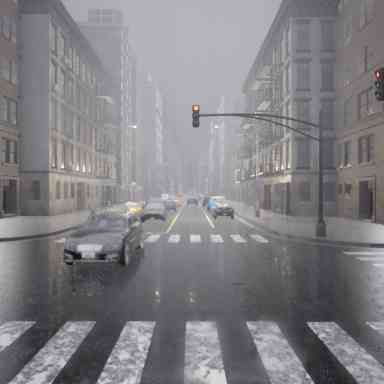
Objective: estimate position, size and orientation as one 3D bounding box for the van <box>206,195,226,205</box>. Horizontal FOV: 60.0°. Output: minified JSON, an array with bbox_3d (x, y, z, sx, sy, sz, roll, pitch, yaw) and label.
[{"bbox_3d":[2.632,1.338,34.261,1.690,1.788,3.998,0,0,0],"label":"van"}]

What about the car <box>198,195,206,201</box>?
[{"bbox_3d":[2.634,1.560,88.324,1.947,1.339,4.313,0,0,0],"label":"car"}]

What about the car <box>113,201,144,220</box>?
[{"bbox_3d":[-5.402,1.523,28.682,1.752,1.417,4.829,0,0,0],"label":"car"}]

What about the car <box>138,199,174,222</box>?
[{"bbox_3d":[-2.858,1.545,26.586,2.033,1.411,5.357,0,0,0],"label":"car"}]

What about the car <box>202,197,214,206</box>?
[{"bbox_3d":[2.633,1.562,55.886,1.947,1.339,4.313,0,0,0],"label":"car"}]

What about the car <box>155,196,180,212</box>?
[{"bbox_3d":[-2.854,1.560,39.198,1.994,1.385,4.181,0,0,0],"label":"car"}]

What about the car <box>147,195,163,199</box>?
[{"bbox_3d":[-5.421,1.436,45.071,1.967,1.590,4.097,0,0,0],"label":"car"}]

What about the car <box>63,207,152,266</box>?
[{"bbox_3d":[-2.853,1.483,11.620,2.128,1.511,4.902,0,0,0],"label":"car"}]

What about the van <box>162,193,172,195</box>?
[{"bbox_3d":[-5.446,1.337,66.695,1.690,1.788,3.998,0,0,0],"label":"van"}]

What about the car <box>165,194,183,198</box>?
[{"bbox_3d":[-2.821,1.474,51.468,1.882,1.535,5.008,0,0,0],"label":"car"}]

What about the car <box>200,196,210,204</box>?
[{"bbox_3d":[2.634,1.521,66.868,1.752,1.417,4.829,0,0,0],"label":"car"}]

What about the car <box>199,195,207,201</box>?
[{"bbox_3d":[2.634,1.540,82.918,1.887,1.381,4.507,0,0,0],"label":"car"}]

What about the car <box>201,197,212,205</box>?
[{"bbox_3d":[2.633,1.546,61.293,2.008,1.369,4.403,0,0,0],"label":"car"}]

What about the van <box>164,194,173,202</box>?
[{"bbox_3d":[-5.458,1.336,77.508,1.690,1.788,3.998,0,0,0],"label":"van"}]

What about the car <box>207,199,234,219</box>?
[{"bbox_3d":[2.632,1.548,28.855,2.008,1.369,4.403,0,0,0],"label":"car"}]

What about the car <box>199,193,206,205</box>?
[{"bbox_3d":[2.633,1.311,50.480,2.192,1.841,5.009,0,0,0],"label":"car"}]

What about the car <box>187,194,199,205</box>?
[{"bbox_3d":[0.085,1.501,57.017,1.837,1.490,4.892,0,0,0],"label":"car"}]

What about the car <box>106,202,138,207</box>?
[{"bbox_3d":[-5.396,1.549,23.446,2.008,1.369,4.403,0,0,0],"label":"car"}]

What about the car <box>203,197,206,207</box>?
[{"bbox_3d":[2.632,1.578,39.668,1.802,1.307,4.206,0,0,0],"label":"car"}]
